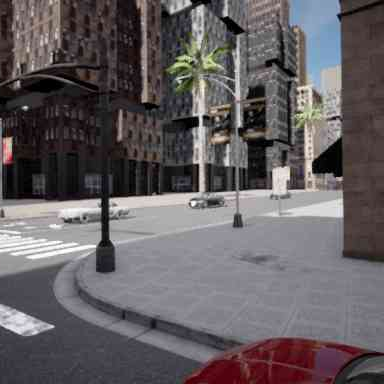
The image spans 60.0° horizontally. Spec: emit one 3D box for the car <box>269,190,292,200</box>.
[{"bbox_3d":[13.424,0.382,50.275,2.033,1.411,5.357,-1,1,35],"label":"car"}]

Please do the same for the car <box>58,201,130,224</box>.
[{"bbox_3d":[-6.448,1.289,22.238,1.895,1.301,4.718,-1,1,35],"label":"car"}]

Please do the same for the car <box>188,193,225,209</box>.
[{"bbox_3d":[1.521,0.861,33.548,2.128,1.511,4.902,-1,1,35],"label":"car"}]

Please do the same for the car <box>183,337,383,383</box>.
[{"bbox_3d":[1.899,1.545,1.625,4.507,1.381,1.887,0,-1,35],"label":"car"}]
